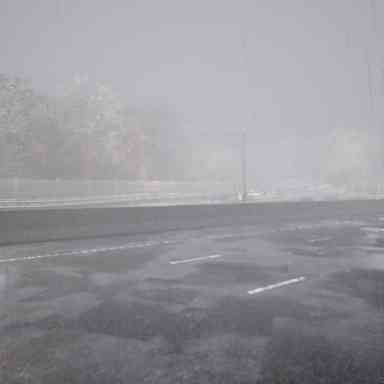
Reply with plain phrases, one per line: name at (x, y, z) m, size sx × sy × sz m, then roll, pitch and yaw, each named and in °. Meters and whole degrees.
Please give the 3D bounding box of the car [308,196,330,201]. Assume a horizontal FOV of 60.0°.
car at (18.383, 1.355, 44.990) m, size 4.902 × 1.511 × 2.128 m, roll 0°, pitch 0°, yaw -37°

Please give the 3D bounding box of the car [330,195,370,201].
car at (20.044, 1.428, 41.853) m, size 5.357 × 1.411 × 2.033 m, roll 0°, pitch 0°, yaw -37°

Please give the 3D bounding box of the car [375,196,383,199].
car at (31.650, 1.396, 55.180) m, size 4.674 × 1.442 × 1.812 m, roll 0°, pitch 0°, yaw -37°

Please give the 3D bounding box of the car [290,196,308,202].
car at (15.993, 1.351, 47.561) m, size 4.892 × 1.490 × 1.837 m, roll 1°, pitch 0°, yaw -37°

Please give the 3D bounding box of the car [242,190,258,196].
car at (12.023, 0.375, 68.901) m, size 1.882 × 1.535 × 5.008 m, roll 0°, pitch 2°, yaw 30°

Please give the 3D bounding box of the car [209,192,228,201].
car at (4.448, 0.703, 55.316) m, size 1.837 × 1.490 × 4.892 m, roll 0°, pitch 1°, yaw 29°

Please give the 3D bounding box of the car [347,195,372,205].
car at (28.997, 1.354, 57.557) m, size 4.892 × 1.490 × 1.837 m, roll 0°, pitch 1°, yaw -37°

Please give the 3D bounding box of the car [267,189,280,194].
car at (20.168, -0.128, 82.180) m, size 1.994 × 1.385 × 4.181 m, roll 0°, pitch 3°, yaw 33°
